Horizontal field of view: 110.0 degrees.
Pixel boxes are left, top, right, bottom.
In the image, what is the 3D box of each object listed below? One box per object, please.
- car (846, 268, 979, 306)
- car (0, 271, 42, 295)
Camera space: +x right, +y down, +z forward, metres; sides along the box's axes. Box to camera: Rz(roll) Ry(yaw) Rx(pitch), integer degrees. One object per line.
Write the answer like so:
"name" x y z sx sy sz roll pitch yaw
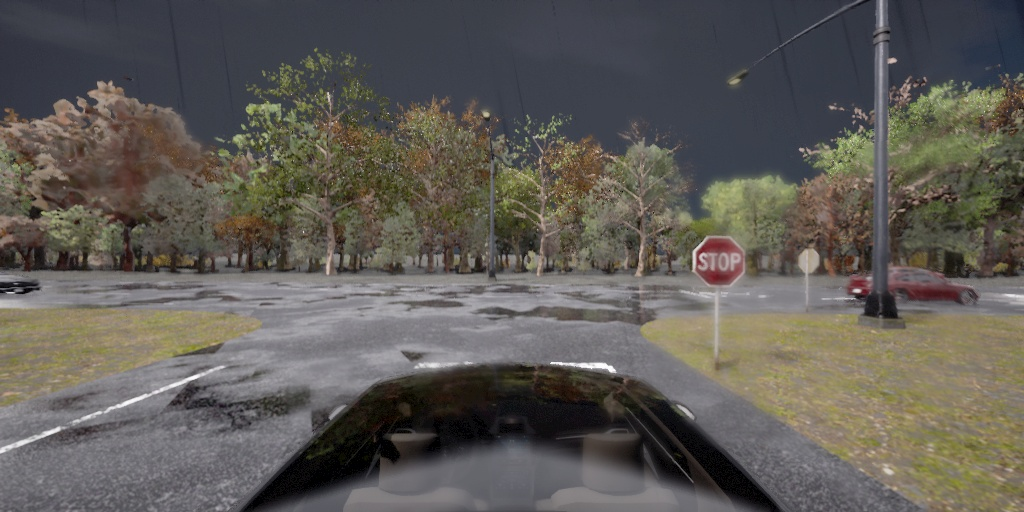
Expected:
"car" 17.815 1.416 16.116 4.674 1.442 1.812 0 0 0
"car" -25.411 1.186 16.633 5.357 1.411 2.033 0 0 2
